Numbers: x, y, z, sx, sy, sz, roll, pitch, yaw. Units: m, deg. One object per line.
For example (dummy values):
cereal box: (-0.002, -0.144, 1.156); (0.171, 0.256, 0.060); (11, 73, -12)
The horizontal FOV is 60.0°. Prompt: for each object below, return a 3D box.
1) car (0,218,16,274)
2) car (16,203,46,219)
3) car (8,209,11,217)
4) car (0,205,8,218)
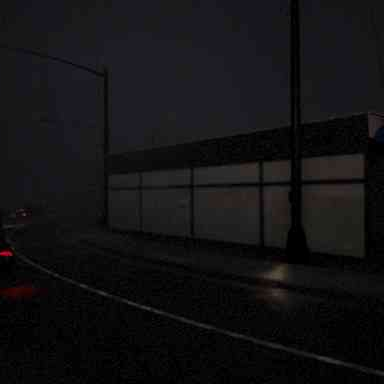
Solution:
car: (-6.865, 1.674, 10.155); (2.033, 1.411, 5.357); (0, -1, -40)
car: (-16.392, 1.898, 34.030); (1.837, 1.490, 4.892); (0, 0, -10)
car: (-19.834, 1.967, 33.390); (1.994, 1.385, 4.181); (0, 0, -11)
car: (-13.212, 1.764, 20.963); (1.837, 1.490, 4.892); (0, 0, -21)
